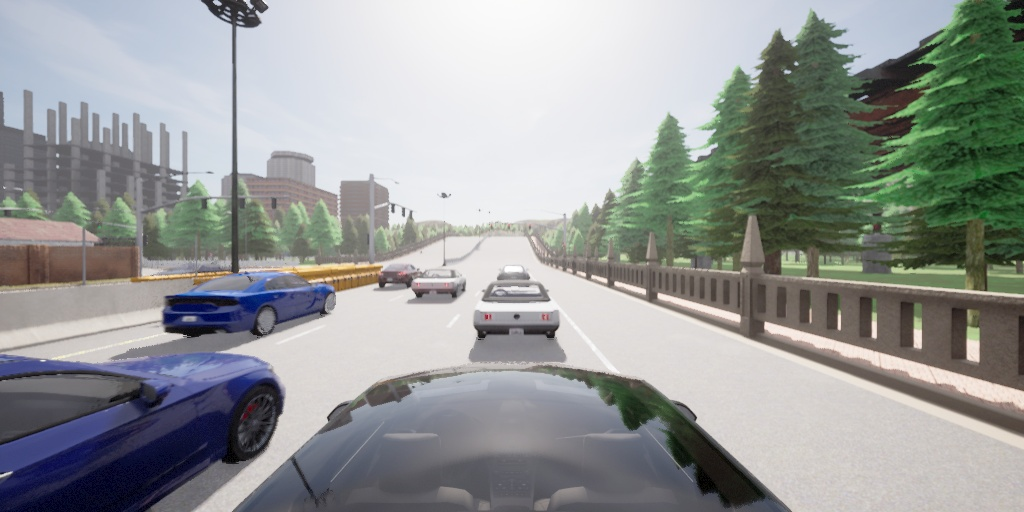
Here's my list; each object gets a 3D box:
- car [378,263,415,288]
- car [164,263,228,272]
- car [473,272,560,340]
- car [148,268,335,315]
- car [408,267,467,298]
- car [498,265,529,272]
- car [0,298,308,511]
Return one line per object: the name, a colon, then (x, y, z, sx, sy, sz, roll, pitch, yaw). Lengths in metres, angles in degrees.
car: (-6.903, 1.163, 22.549, 1.812, 1.442, 4.674, 0, 0, 0)
car: (-21.016, 1.177, 23.966, 2.033, 1.411, 5.357, 0, 0, 0)
car: (0.099, 1.307, 9.816, 1.895, 1.301, 4.718, 0, 0, 0)
car: (-6.900, 1.182, 10.141, 1.882, 1.535, 5.008, 0, 0, 0)
car: (-3.402, 1.264, 17.671, 1.895, 1.301, 4.718, 0, 0, 0)
car: (0.097, 1.204, 21.911, 1.994, 1.385, 4.181, 0, 0, 0)
car: (-3.399, 1.274, 1.977, 1.812, 1.442, 4.674, 0, 1, 0)
